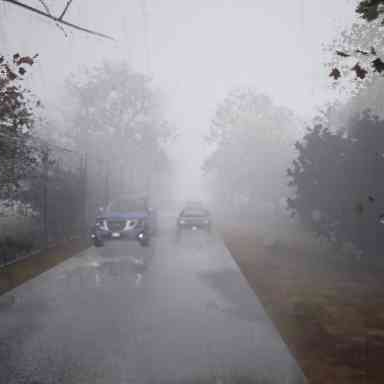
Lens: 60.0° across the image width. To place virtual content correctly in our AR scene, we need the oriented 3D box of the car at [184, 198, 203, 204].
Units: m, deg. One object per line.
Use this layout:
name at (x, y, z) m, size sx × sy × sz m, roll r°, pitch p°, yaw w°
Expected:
car at (0.184, 1.498, 37.523) m, size 1.837 × 1.490 × 4.892 m, roll 0°, pitch 0°, yaw 0°

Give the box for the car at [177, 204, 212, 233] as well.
car at (0.133, 1.597, 19.551) m, size 1.895 × 1.301 × 4.718 m, roll 0°, pitch 0°, yaw 0°

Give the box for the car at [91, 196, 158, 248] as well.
car at (-2.819, 1.217, 15.131) m, size 2.150 × 2.045 × 5.566 m, roll 0°, pitch 0°, yaw 0°
